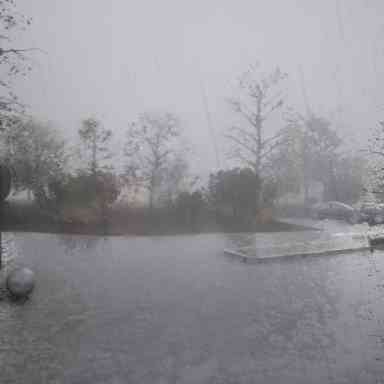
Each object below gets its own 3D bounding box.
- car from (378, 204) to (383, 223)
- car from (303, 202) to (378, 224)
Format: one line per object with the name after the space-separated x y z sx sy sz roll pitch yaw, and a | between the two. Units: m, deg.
13.927 1.618 27.243 4.892 1.521 2.231 3 1 38 | car
11.047 1.521 25.449 4.892 1.521 2.231 3 0 38 | car
